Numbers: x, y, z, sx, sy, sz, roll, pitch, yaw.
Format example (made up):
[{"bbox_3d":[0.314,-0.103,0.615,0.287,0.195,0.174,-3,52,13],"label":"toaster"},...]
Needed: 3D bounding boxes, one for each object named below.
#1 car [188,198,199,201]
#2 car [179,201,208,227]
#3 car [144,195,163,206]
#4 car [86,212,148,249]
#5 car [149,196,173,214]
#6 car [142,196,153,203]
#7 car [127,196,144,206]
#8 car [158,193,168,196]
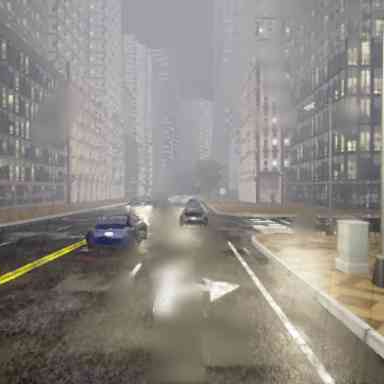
[{"bbox_3d":[0.143,1.528,43.126,1.812,1.442,4.674,0,0,0],"label":"car"},{"bbox_3d":[0.129,1.646,23.598,1.994,1.385,4.181,1,1,0],"label":"car"},{"bbox_3d":[-6.472,1.607,56.367,1.895,1.301,4.718,0,0,1],"label":"car"},{"bbox_3d":[-3.136,1.578,14.586,1.994,1.385,4.181,0,-1,0],"label":"car"},{"bbox_3d":[-3.117,1.474,35.954,1.882,1.535,5.008,0,0,0],"label":"car"},{"bbox_3d":[-9.677,1.529,72.175,1.812,1.442,4.674,0,0,0],"label":"car"},{"bbox_3d":[-9.727,1.513,56.380,1.837,1.490,4.892,0,0,1],"label":"car"},{"bbox_3d":[-6.427,1.228,72.152,2.150,2.045,5.566,0,0,0],"label":"car"}]
